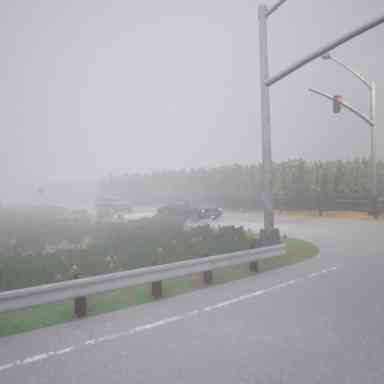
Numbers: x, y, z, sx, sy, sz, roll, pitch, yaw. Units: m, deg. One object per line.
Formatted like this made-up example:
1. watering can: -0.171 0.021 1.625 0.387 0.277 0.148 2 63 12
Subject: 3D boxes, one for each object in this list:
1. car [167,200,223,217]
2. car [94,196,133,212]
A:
1. car: -0.194 1.190 21.737 1.895 1.301 4.718 -3 2 -41
2. car: -7.077 1.135 29.791 1.837 1.490 4.892 -3 2 -40
